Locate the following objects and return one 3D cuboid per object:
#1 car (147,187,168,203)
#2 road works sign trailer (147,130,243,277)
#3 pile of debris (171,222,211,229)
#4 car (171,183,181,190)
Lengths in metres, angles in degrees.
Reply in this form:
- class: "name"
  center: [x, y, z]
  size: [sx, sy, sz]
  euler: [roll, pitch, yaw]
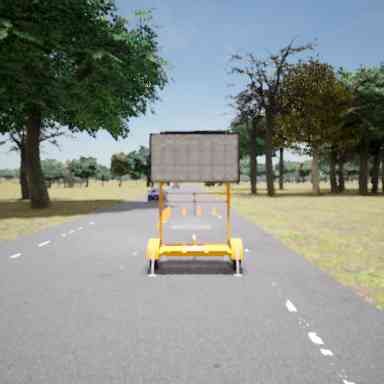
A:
- class: "car"
  center: [-3.668, 0.257, 35.827]
  size: [1.882, 1.535, 5.008]
  euler: [0, 2, 0]
- class: "road works sign trailer"
  center: [0.071, 0.142, 9.108]
  size: [2.380, 3.560, 2.880]
  euler: [0, 2, 0]
- class: "pile of debris"
  center: [-0.032, 1.603, 16.136]
  size: [1.860, 0.140, 1.500]
  euler: [0, 2, 0]
- class: "car"
  center: [-3.691, -1.241, 77.796]
  size: [1.837, 1.490, 4.892]
  euler: [0, 2, 0]
